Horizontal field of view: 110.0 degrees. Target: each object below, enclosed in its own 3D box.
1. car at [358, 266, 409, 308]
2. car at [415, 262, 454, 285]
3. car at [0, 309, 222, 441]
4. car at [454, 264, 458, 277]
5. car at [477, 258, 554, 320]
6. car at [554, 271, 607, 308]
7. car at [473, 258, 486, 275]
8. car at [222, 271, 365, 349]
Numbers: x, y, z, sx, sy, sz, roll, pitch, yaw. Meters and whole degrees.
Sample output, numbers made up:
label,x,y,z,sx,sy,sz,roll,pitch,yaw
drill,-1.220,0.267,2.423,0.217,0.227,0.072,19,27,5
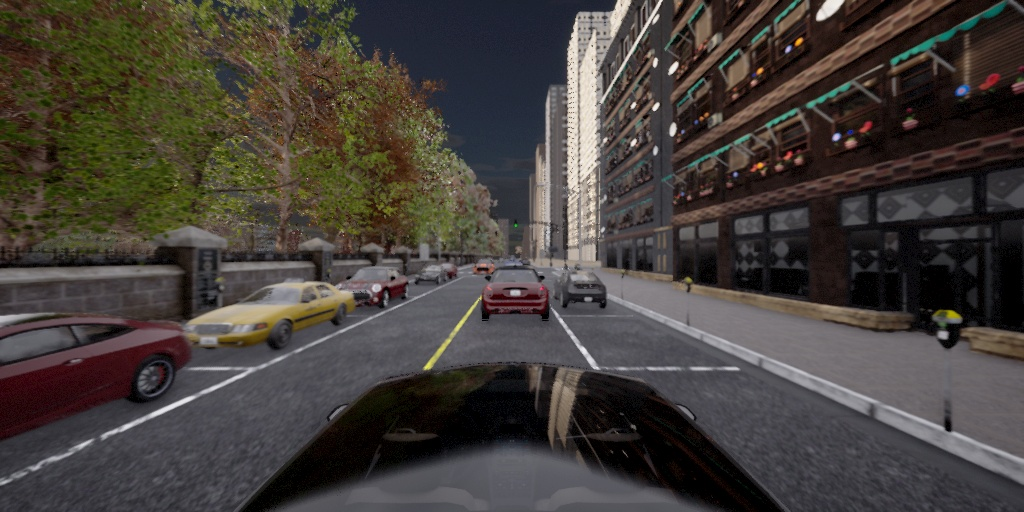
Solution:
label,x,y,z,sx,sy,sz,roll,pitch,yaw
car,-5.688,1.174,14.842,1.967,1.591,4.097,0,0,0
car,-5.762,1.273,25.917,2.007,1.370,4.403,0,0,0
car,-5.691,1.330,3.764,1.802,1.307,4.207,0,0,0
car,-5.813,1.262,31.457,1.888,1.381,4.507,0,0,0
car,0.102,1.089,12.611,2.097,1.767,4.553,0,0,0
car,2.692,1.284,14.842,2.007,1.370,4.403,0,0,0
car,-2.990,1.075,39.010,2.097,1.767,4.553,0,0,0
car,-5.689,1.266,9.133,1.751,1.417,4.829,0,0,0
